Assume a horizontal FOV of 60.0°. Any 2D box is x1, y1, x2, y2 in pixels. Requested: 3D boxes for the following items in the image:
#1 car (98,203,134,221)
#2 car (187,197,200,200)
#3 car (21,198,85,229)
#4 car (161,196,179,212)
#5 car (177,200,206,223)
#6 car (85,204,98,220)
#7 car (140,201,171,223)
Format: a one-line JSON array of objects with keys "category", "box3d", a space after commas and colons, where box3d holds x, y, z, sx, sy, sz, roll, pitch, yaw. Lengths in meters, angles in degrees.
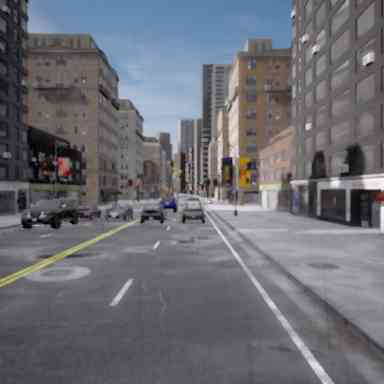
[{"category": "car", "box3d": [-6.436, 1.755, 29.911, 2.128, 1.511, 4.902, 0, -1, 0]}, {"category": "car", "box3d": [0.188, 1.615, 44.522, 2.150, 2.045, 5.566, 0, 0, 0]}, {"category": "car", "box3d": [-9.748, 1.424, 23.408, 2.150, 2.045, 5.566, 0, -1, 1]}, {"category": "car", "box3d": [-3.062, 1.612, 44.829, 2.150, 2.045, 5.566, 0, 0, 0]}, {"category": "car", "box3d": [0.139, 1.750, 28.126, 2.128, 1.511, 4.902, 0, 0, 1]}, {"category": "car", "box3d": [-9.677, 1.828, 30.662, 1.994, 1.385, 4.181, 0, 0, 0]}, {"category": "car", "box3d": [-3.113, 1.756, 27.792, 1.837, 1.490, 4.892, 0, 0, 0]}]
